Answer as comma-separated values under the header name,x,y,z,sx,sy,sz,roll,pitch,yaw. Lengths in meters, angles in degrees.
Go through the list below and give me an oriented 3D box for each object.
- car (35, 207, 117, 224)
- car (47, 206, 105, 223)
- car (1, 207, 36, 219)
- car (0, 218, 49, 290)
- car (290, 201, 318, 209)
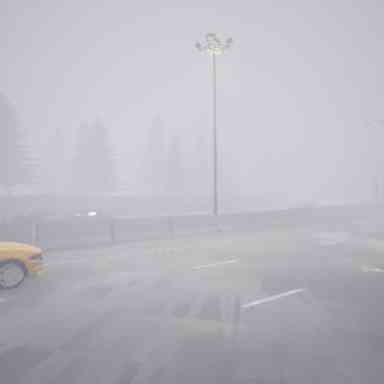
name,x,y,z,sx,sy,sz,roll,pitch,yaw
car,-8.083,1.913,24.199,5.357,1.411,2.033,0,-1,-38
car,-10.770,2.071,30.998,4.718,1.301,1.895,0,-1,-39
car,-11.993,1.907,25.661,4.902,1.511,2.128,0,-1,-37
car,-6.246,1.629,7.862,5.008,1.535,1.882,0,0,-35
car,13.089,1.810,38.738,1.812,1.442,4.674,-1,-1,43
